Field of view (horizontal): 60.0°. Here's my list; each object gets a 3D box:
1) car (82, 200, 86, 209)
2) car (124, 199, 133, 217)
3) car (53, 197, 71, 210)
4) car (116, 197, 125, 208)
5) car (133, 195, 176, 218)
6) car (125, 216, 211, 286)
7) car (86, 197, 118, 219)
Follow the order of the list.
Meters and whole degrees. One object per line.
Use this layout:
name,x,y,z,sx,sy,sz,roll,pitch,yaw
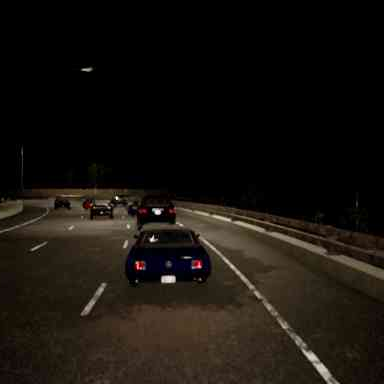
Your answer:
car,-13.151,1.520,43.470,1.994,1.385,4.181,0,0,-23
car,-4.928,1.530,31.298,1.994,1.385,4.181,0,0,-17
car,-17.006,1.449,43.487,2.128,1.511,4.902,0,0,-25
car,-9.967,1.443,44.907,2.128,1.511,4.902,0,0,-23
car,-2.326,1.197,20.532,2.150,2.045,5.566,0,0,-11
car,-0.701,1.590,9.363,1.895,1.301,4.718,0,0,-5
car,-7.915,1.462,29.145,2.128,1.511,4.902,0,0,-16
